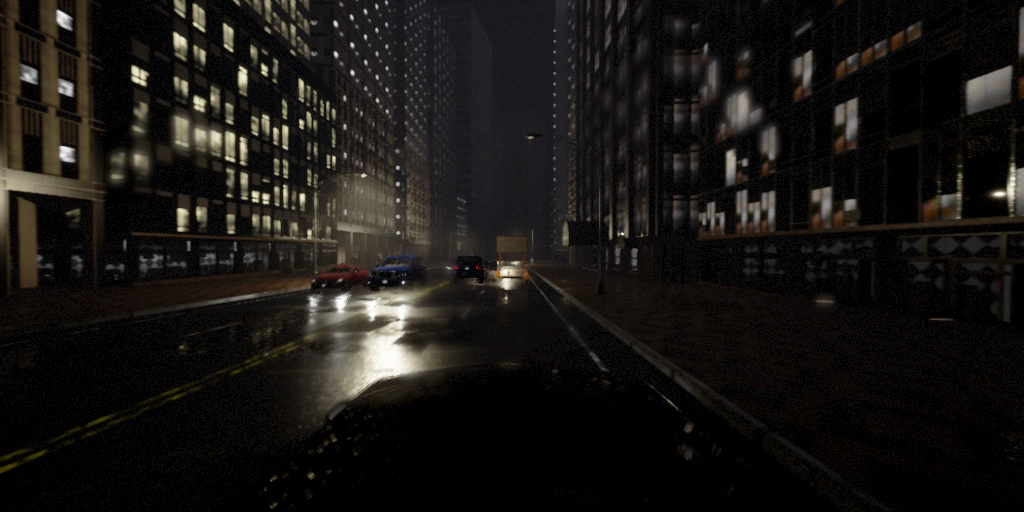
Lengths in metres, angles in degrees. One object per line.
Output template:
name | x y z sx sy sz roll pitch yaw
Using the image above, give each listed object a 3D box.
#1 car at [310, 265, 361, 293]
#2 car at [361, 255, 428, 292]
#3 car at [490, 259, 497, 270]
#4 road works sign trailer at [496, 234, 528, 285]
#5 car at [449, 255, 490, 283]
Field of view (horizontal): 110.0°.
car | -9.839 1.266 21.051 1.812 1.442 4.674 0 0 0
car | -6.596 0.960 21.370 2.150 2.045 5.566 0 0 0
car | -3.143 1.216 53.159 2.128 1.511 4.902 0 0 0
road works sign trailer | 0.009 0.202 26.333 2.380 3.560 2.880 0 0 1
car | -3.147 0.960 27.705 2.150 2.045 5.566 0 0 0
